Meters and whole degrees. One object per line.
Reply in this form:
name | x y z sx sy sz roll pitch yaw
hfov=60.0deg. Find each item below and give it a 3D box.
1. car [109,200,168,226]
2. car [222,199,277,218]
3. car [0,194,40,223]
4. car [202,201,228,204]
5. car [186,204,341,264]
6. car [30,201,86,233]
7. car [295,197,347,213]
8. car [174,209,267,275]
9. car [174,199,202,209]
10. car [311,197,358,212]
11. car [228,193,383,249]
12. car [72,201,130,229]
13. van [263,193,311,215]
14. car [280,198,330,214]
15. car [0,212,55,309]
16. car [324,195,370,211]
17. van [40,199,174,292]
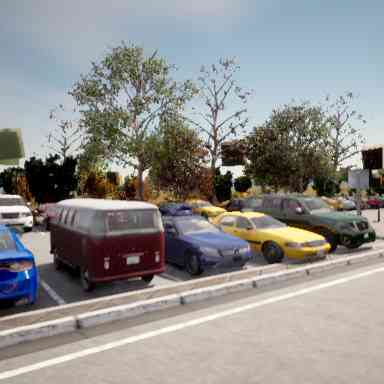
car | -3.945 1.415 23.865 2.231 1.521 4.892 0 0 -36
car | 5.106 1.418 30.296 2.163 1.488 4.792 0 0 -36
car | -10.698 1.182 18.991 2.435 2.045 5.566 0 0 -36
car | 0.681 1.398 26.938 1.946 1.575 5.366 0 0 -36
car | 2.204 1.419 11.946 1.946 1.575 5.366 0 0 -36
car | -8.459 1.427 20.634 2.097 1.535 5.008 0 0 -36
car | 14.122 1.363 36.775 2.097 1.535 5.008 0 0 -36
car | -0.185 1.469 10.468 2.002 1.452 4.674 0 0 -36
car | -1.701 1.437 25.498 2.163 1.488 4.792 0 0 -36
car | 16.377 1.397 38.392 2.002 1.452 4.674 0 0 -36
car | 4.392 1.164 13.705 2.435 2.045 5.566 0 0 -36
car | -6.202 1.420 22.249 2.097 1.535 5.008 0 0 -36
van | 9.535 1.149 33.643 1.878 1.987 4.442 0 0 -36
car | 11.862 1.409 35.160 2.002 1.452 4.674 0 0 -36
car | -4.741 1.442 7.200 2.097 1.535 5.008 0 0 -36
car | 18.615 1.226 40.034 2.185 1.767 4.553 0 0 -36
van | -2.532 1.210 8.930 1.878 1.987 4.442 0 0 -36
